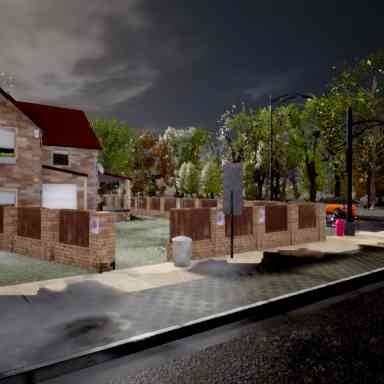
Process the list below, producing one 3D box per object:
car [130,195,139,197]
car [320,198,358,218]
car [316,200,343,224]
[{"bbox_3d":[-10.942,1.284,60.762,1.837,1.490,4.892,0,0,-36],"label":"car"},{"bbox_3d":[11.841,1.294,29.048,2.097,1.767,4.553,0,0,-36],"label":"car"},{"bbox_3d":[7.684,1.469,23.349,1.812,1.442,4.674,0,0,-36],"label":"car"}]
